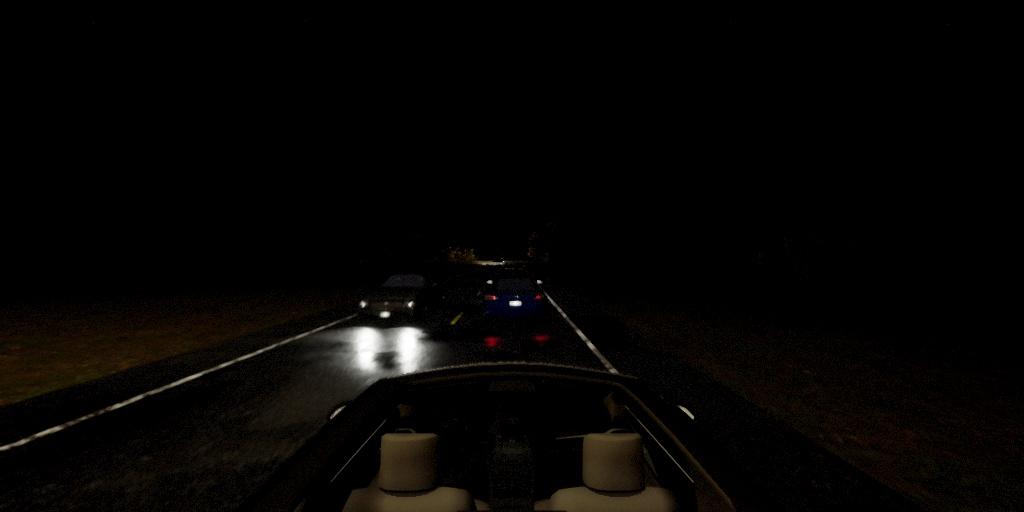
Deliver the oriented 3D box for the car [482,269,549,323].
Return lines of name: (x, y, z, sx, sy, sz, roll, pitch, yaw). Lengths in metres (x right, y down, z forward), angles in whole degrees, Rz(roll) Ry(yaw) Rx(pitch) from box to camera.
car: (0.100, 1.300, 12.072, 1.994, 1.385, 4.181, 0, 0, 0)

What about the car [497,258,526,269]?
car: (0.101, 1.201, 29.855, 2.128, 1.511, 4.902, 0, 0, 0)

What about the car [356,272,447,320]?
car: (-3.600, 1.283, 12.845, 2.033, 1.411, 5.357, 0, 0, 0)
